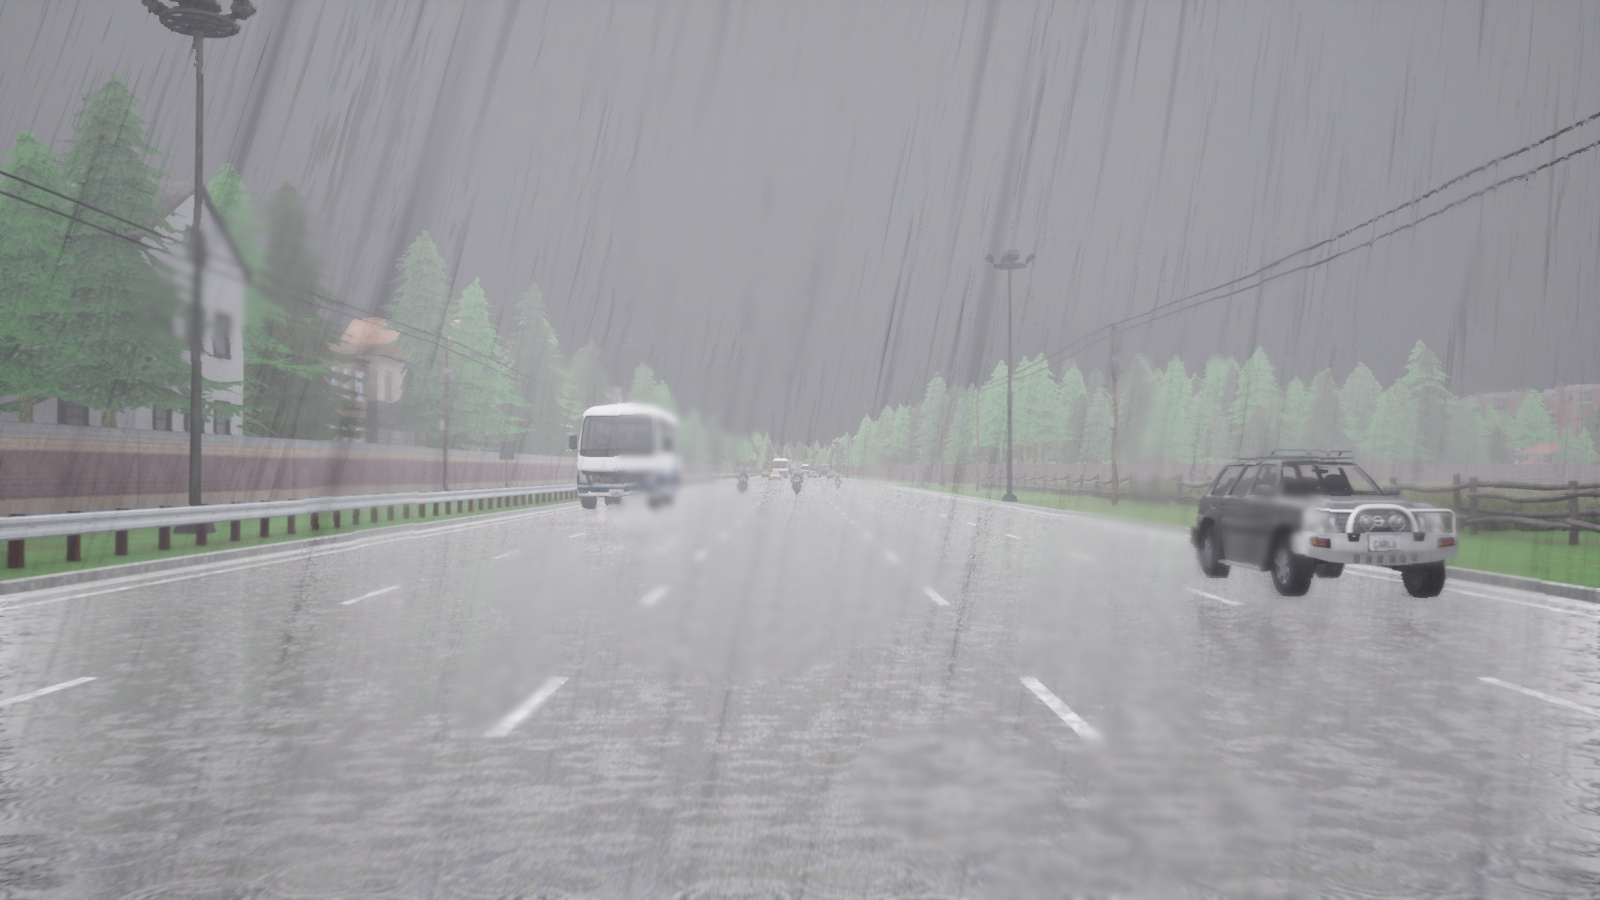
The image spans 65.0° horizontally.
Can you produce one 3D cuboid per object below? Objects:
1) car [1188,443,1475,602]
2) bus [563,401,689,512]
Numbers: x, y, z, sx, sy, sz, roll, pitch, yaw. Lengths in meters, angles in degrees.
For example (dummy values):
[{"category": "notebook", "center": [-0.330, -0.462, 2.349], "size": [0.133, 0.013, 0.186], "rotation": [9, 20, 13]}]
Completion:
[{"category": "car", "center": [6.958, 0.889, 17.073], "size": [1.932, 1.855, 4.605], "rotation": [0, -1, 0]}, {"category": "bus", "center": [-7.133, 0.358, 53.273], "size": [3.944, 4.253, 10.273], "rotation": [0, -1, 0]}]
